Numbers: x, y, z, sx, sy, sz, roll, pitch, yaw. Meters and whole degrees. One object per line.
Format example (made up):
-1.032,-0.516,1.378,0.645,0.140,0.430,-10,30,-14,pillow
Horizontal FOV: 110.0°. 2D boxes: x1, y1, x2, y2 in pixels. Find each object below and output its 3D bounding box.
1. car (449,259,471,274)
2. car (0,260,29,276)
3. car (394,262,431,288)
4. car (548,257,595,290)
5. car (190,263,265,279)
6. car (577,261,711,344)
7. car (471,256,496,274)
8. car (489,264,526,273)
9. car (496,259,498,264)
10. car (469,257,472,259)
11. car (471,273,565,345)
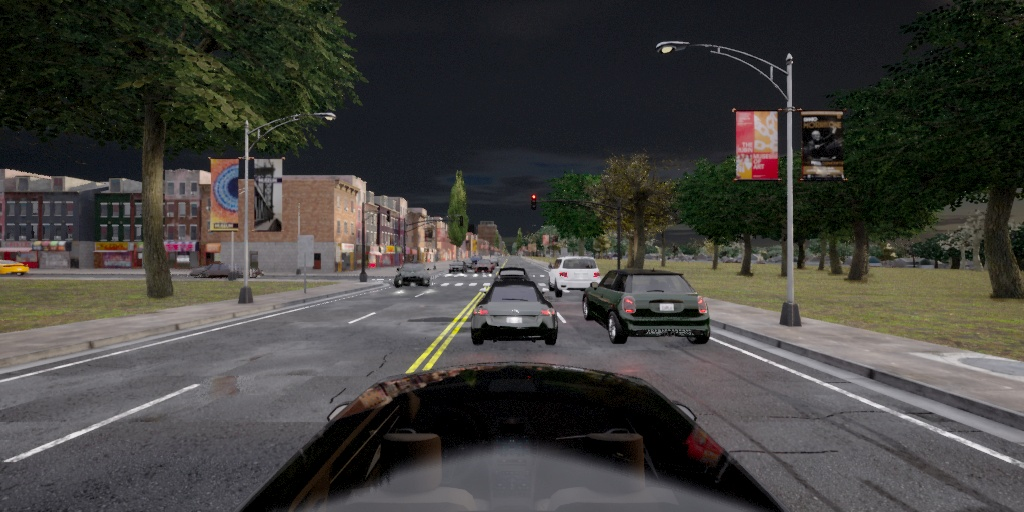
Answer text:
-6.691,1.371,44.795,1.837,1.490,4.892,0,0,0,car
-48.975,1.118,33.856,5.008,1.535,1.882,0,0,0,car
-6.755,1.215,24.607,2.097,1.767,4.553,0,0,-15,car
3.257,1.054,19.487,2.150,2.045,5.566,0,0,0,car
-24.551,1.333,30.988,5.357,1.411,2.033,1,0,0,car
3.310,1.121,9.774,2.097,1.767,4.553,0,0,0,car
-3.441,1.219,44.543,2.097,1.767,4.553,0,0,0,car
0.008,1.331,18.488,1.837,1.490,4.892,0,0,0,car
-3.456,1.414,53.535,1.895,1.301,4.718,0,0,0,car
-6.706,1.313,54.192,1.837,1.490,4.892,0,1,0,car
0.058,1.332,9.576,1.994,1.385,4.181,0,0,0,car
